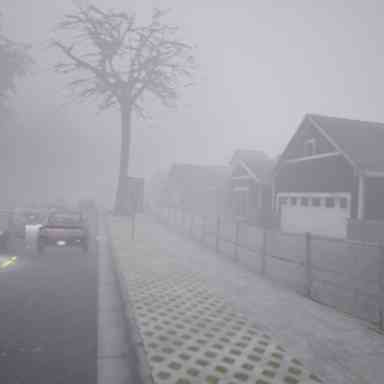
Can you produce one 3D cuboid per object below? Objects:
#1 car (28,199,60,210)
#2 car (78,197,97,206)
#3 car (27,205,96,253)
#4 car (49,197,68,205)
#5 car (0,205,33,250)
[{"bbox_3d":[-10.991,1.447,23.713,1.994,1.385,4.181,3,0,-15],"label":"car"},{"bbox_3d":[-12.022,1.386,38.201,2.128,1.511,4.902,3,0,-15],"label":"car"},{"bbox_3d":[-5.223,1.571,13.995,2.128,1.511,4.902,3,-1,-16],"label":"car"},{"bbox_3d":[-13.767,1.261,33.802,1.882,1.535,5.008,3,0,-15],"label":"car"},{"bbox_3d":[-8.277,1.454,13.985,1.812,1.442,4.674,3,-1,-16],"label":"car"}]
